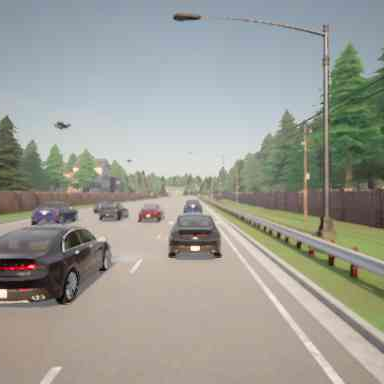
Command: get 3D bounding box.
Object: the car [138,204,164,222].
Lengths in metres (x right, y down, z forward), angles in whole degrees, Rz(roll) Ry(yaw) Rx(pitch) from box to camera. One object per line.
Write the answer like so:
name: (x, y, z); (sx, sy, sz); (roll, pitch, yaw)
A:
car: (-3.449, 1.730, 28.657); (1.812, 1.442, 4.674); (0, 0, 1)

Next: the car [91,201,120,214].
car: (-10.435, 1.833, 40.431); (2.033, 1.411, 5.357); (0, 0, 0)

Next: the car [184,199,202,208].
car: (0.107, 1.625, 38.343); (2.097, 1.767, 4.553); (0, 0, 0)

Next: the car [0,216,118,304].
car: (-3.398, 1.563, 8.280); (1.837, 1.490, 4.892); (0, -1, 0)

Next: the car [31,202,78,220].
car: (-10.479, 1.533, 25.768); (2.097, 1.767, 4.553); (0, 0, 0)

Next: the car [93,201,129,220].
car: (-6.938, 1.705, 29.903); (2.128, 1.511, 4.902); (0, 0, 0)

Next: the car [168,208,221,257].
car: (0.103, 1.602, 13.335); (1.837, 1.490, 4.892); (0, 0, 0)
